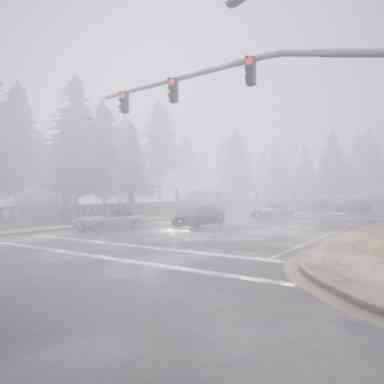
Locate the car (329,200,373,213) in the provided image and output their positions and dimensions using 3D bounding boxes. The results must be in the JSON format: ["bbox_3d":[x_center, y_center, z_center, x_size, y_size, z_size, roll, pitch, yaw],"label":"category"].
[{"bbox_3d":[17.844,1.555,36.738,4.181,1.385,1.994,-1,0,-22],"label":"car"}]

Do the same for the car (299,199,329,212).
[{"bbox_3d":[14.306,1.562,38.978,4.892,1.490,1.837,-1,-1,-25],"label":"car"}]

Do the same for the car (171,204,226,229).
[{"bbox_3d":[0.467,1.692,22.930,1.994,1.385,4.181,-1,-1,39],"label":"car"}]

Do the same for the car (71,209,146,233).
[{"bbox_3d":[-5.264,1.797,21.332,1.895,1.301,4.718,-1,-1,38],"label":"car"}]

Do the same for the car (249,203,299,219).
[{"bbox_3d":[7.346,1.690,30.449,4.718,1.301,1.895,0,-1,-40],"label":"car"}]

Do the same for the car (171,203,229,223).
[{"bbox_3d":[0.772,1.717,28.860,2.033,1.411,5.357,-1,-1,41],"label":"car"}]
